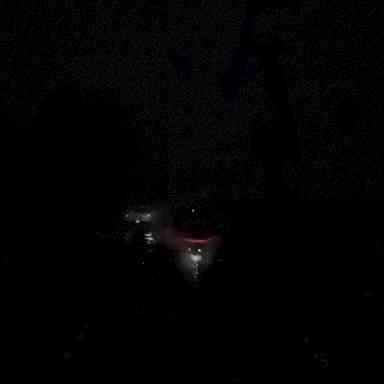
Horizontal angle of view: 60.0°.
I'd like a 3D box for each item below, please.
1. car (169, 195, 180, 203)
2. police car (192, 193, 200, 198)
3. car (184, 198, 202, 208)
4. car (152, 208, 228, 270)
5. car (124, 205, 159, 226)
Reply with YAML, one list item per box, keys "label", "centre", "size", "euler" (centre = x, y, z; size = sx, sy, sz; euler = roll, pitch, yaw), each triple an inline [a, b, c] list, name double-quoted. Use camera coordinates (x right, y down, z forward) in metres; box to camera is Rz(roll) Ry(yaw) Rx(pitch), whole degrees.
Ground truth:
- label: "car"
  centre: [-3.449, 1.363, 66.689]
  size: [1.837, 1.490, 4.892]
  euler: [0, 1, 0]
- label: "police car"
  centre: [1.131, 1.129, 92.067]
  size: [1.930, 1.638, 5.238]
  euler: [0, 0, 0]
- label: "car"
  centre: [0.131, 1.620, 36.376]
  size: [1.895, 1.301, 4.718]
  euler: [0, 0, 0]
- label: "car"
  centre: [0.099, 1.521, 11.180]
  size: [2.128, 1.511, 4.902]
  euler: [0, 0, 0]
- label: "car"
  centre: [-3.579, 1.640, 24.103]
  size: [1.895, 1.301, 4.718]
  euler: [0, 0, 0]
